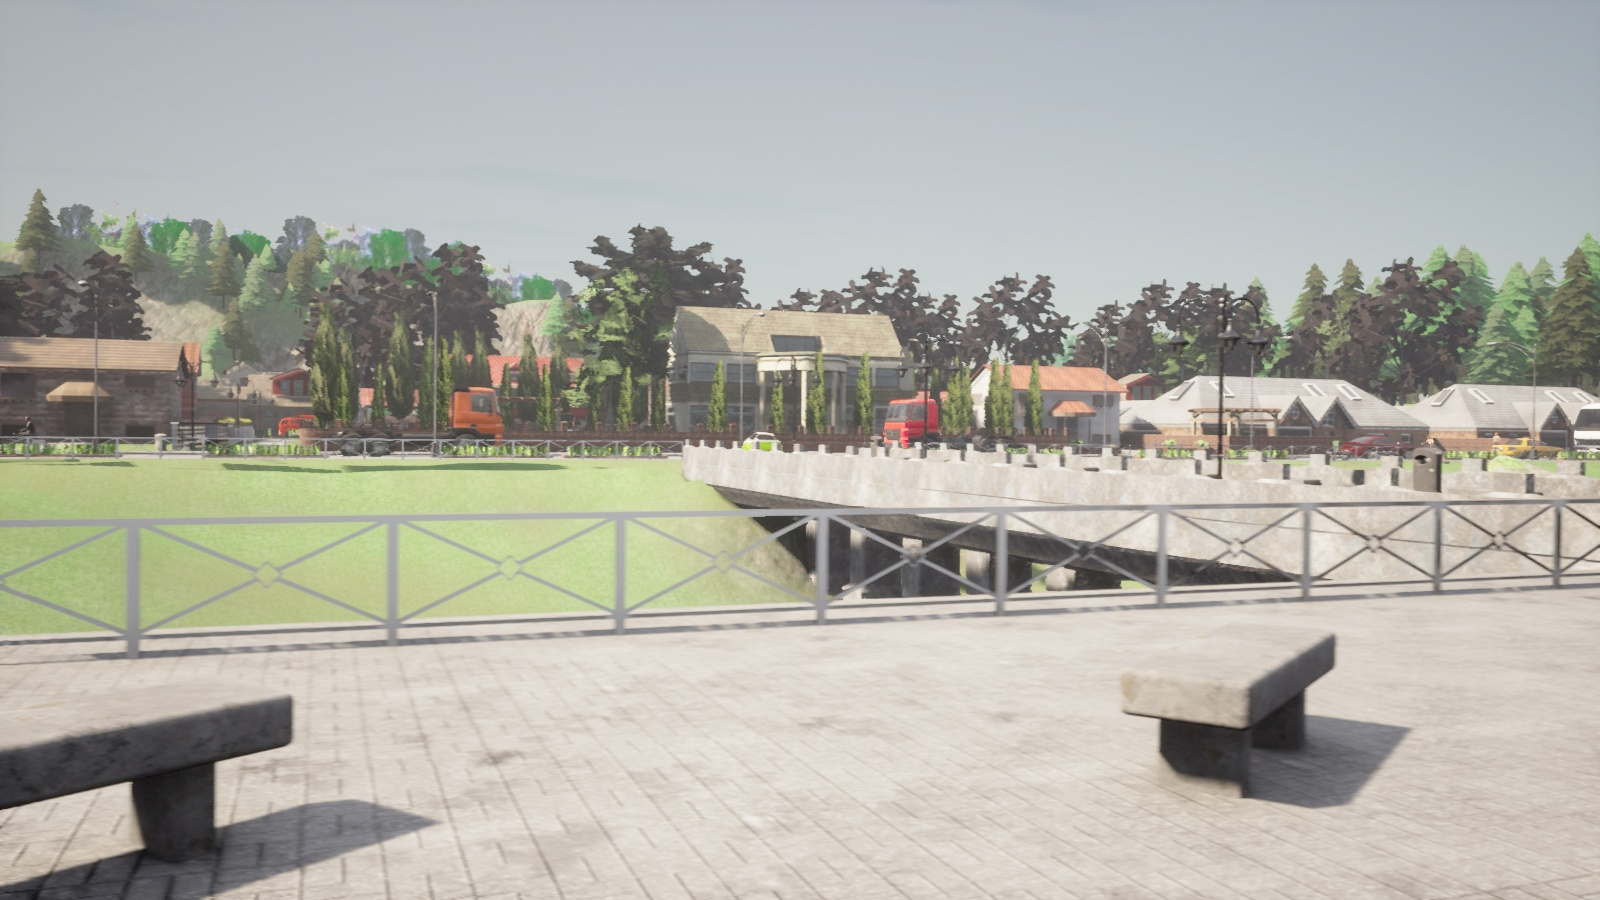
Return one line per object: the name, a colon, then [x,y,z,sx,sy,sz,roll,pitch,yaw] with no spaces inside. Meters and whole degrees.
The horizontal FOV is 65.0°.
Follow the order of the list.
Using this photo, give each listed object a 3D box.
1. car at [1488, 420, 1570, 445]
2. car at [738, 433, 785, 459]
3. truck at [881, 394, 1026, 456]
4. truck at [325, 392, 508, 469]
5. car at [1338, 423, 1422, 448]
car: [48.738,-1.156,83.960,5.366,1.575,1.801,-1,1,-21]
car: [-2.123,-0.246,68.944,2.207,1.376,1.481,-1,1,-21]
truck: [8.939,-1.471,73.128,7.936,3.462,2.891,-1,1,-21]
truck: [-17.923,-0.945,58.659,7.936,3.462,2.891,-1,1,-21]
car: [36.670,-0.913,79.382,5.008,1.535,1.882,-1,1,-21]
